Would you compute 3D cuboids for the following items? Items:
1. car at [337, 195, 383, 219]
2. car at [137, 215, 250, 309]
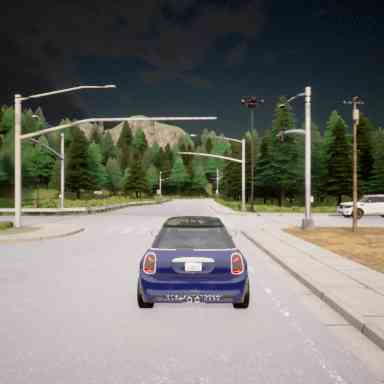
[{"bbox_3d":[15.541,1.249,28.654,5.566,2.045,2.150,0,0,1],"label":"car"},{"bbox_3d":[0.042,1.349,8.050,2.097,1.767,4.553,0,0,0],"label":"car"}]
